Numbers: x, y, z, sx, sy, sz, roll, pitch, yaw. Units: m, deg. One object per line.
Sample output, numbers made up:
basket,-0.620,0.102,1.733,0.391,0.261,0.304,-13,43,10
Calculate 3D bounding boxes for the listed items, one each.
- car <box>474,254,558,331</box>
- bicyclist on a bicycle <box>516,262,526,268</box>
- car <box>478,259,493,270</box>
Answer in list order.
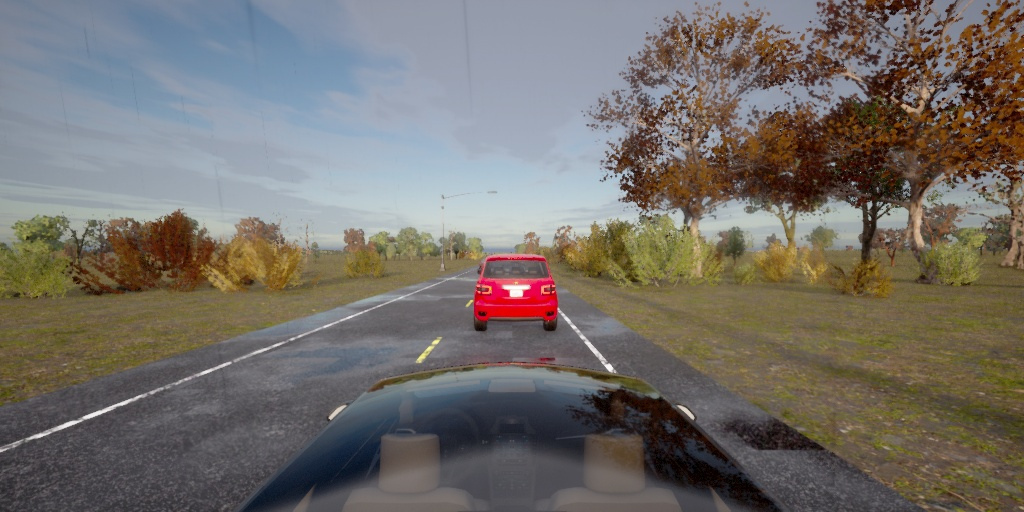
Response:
car,0.075,0.967,11.074,2.150,2.045,5.566,0,0,-1
bicyclist on a bicycle,0.850,1.107,30.253,0.659,1.776,1.843,0,0,0
car,-3.929,1.207,53.960,1.882,1.535,5.008,0,0,-1
